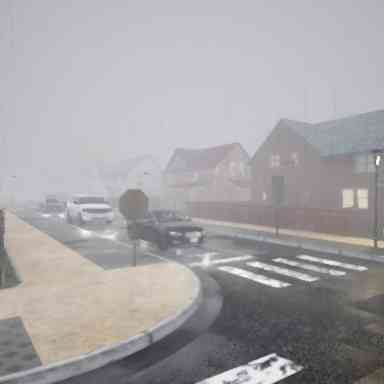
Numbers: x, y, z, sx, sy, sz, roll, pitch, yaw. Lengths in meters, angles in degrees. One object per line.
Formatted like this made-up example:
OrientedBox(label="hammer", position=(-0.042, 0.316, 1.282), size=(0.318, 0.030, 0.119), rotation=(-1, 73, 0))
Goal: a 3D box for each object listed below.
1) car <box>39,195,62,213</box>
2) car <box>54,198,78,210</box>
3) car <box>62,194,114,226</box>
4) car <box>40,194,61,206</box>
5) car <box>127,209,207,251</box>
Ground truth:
OrientedBox(label="car", position=(-14.948, 1.401, 35.343), size=(1.837, 1.490, 4.892), rotation=(1, 2, -33))
OrientedBox(label="car", position=(-15.998, 1.463, 42.182), size=(1.994, 1.385, 4.181), rotation=(1, 0, -33))
OrientedBox(label="car", position=(-7.398, 1.198, 23.836), size=(2.150, 2.045, 5.566), rotation=(1, 0, -33))
OrientedBox(label="car", position=(-21.479, 1.194, 50.427), size=(2.097, 1.767, 4.553), rotation=(1, 0, -33))
OrientedBox(label="car", position=(-1.248, 1.525, 14.467), size=(2.128, 1.511, 4.902), rotation=(1, 0, -33))
